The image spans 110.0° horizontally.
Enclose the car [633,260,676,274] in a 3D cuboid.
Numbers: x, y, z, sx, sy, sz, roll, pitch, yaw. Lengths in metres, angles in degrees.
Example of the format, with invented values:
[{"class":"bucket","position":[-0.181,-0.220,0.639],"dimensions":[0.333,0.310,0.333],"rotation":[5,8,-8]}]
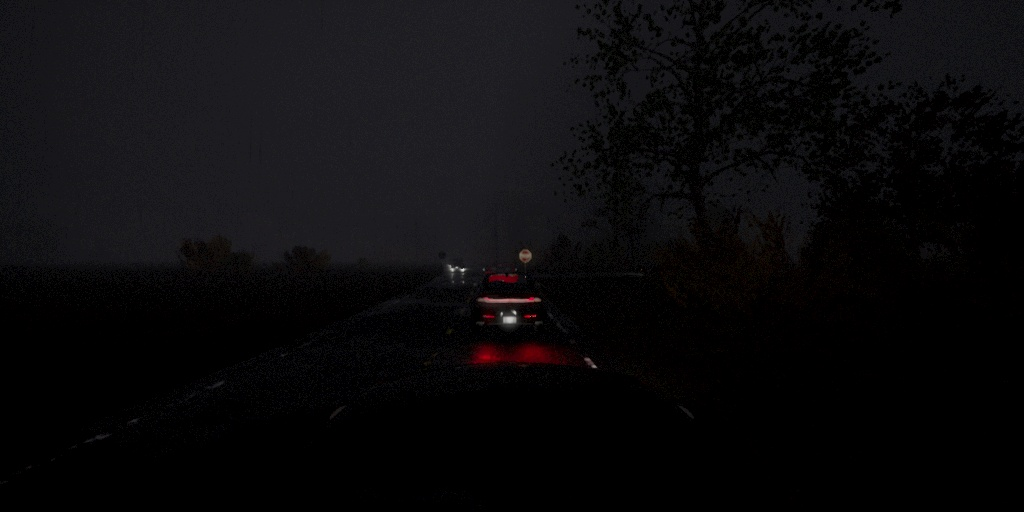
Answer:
[{"class":"car","position":[15.753,1.147,39.262],"dimensions":[4.892,1.490,1.837],"rotation":[0,0,-11]}]

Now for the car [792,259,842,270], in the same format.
[{"class":"car","position":[36.376,1.159,43.212],"dimensions":[4.902,1.511,2.128],"rotation":[0,0,-11]}]

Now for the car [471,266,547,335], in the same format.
[{"class":"car","position":[-0.138,1.207,10.441],"dimensions":[2.128,1.511,4.902],"rotation":[0,0,-2]}]

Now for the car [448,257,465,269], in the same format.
[{"class":"car","position":[-8.000,1.043,52.650],"dimensions":[1.837,1.490,4.892],"rotation":[0,0,-11]}]

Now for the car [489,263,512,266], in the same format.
[{"class":"car","position":[-0.688,1.152,20.823],"dimensions":[1.882,1.535,5.008],"rotation":[0,0,-4]}]

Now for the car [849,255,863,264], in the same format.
[{"class":"car","position":[39.940,0.897,40.733],"dimensions":[5.566,2.045,2.150],"rotation":[0,0,-10]}]
